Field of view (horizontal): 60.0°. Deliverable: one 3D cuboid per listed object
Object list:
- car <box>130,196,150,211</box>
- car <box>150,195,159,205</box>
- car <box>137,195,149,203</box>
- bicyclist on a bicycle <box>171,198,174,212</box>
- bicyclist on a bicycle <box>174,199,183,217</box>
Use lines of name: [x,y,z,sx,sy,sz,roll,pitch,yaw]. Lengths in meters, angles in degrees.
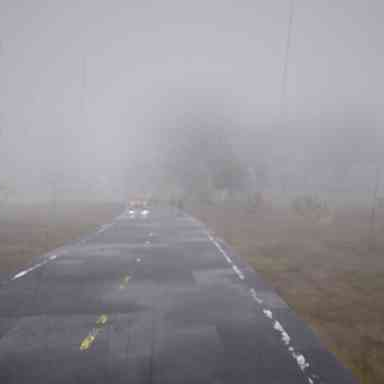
car: [-6.684,1.382,41.872,2.097,1.767,4.553,0,0,-9]
car: [-7.214,1.399,60.404,2.097,1.767,4.553,0,0,-13]
car: [-11.100,1.547,74.880,1.882,1.535,5.008,0,0,-17]
bicyclist on a bicycle: [-2.225,1.474,38.799,0.582,1.620,1.656,0,0,-9]
bicyclist on a bicycle: [-1.018,1.467,29.796,0.582,1.620,1.656,0,0,-7]
